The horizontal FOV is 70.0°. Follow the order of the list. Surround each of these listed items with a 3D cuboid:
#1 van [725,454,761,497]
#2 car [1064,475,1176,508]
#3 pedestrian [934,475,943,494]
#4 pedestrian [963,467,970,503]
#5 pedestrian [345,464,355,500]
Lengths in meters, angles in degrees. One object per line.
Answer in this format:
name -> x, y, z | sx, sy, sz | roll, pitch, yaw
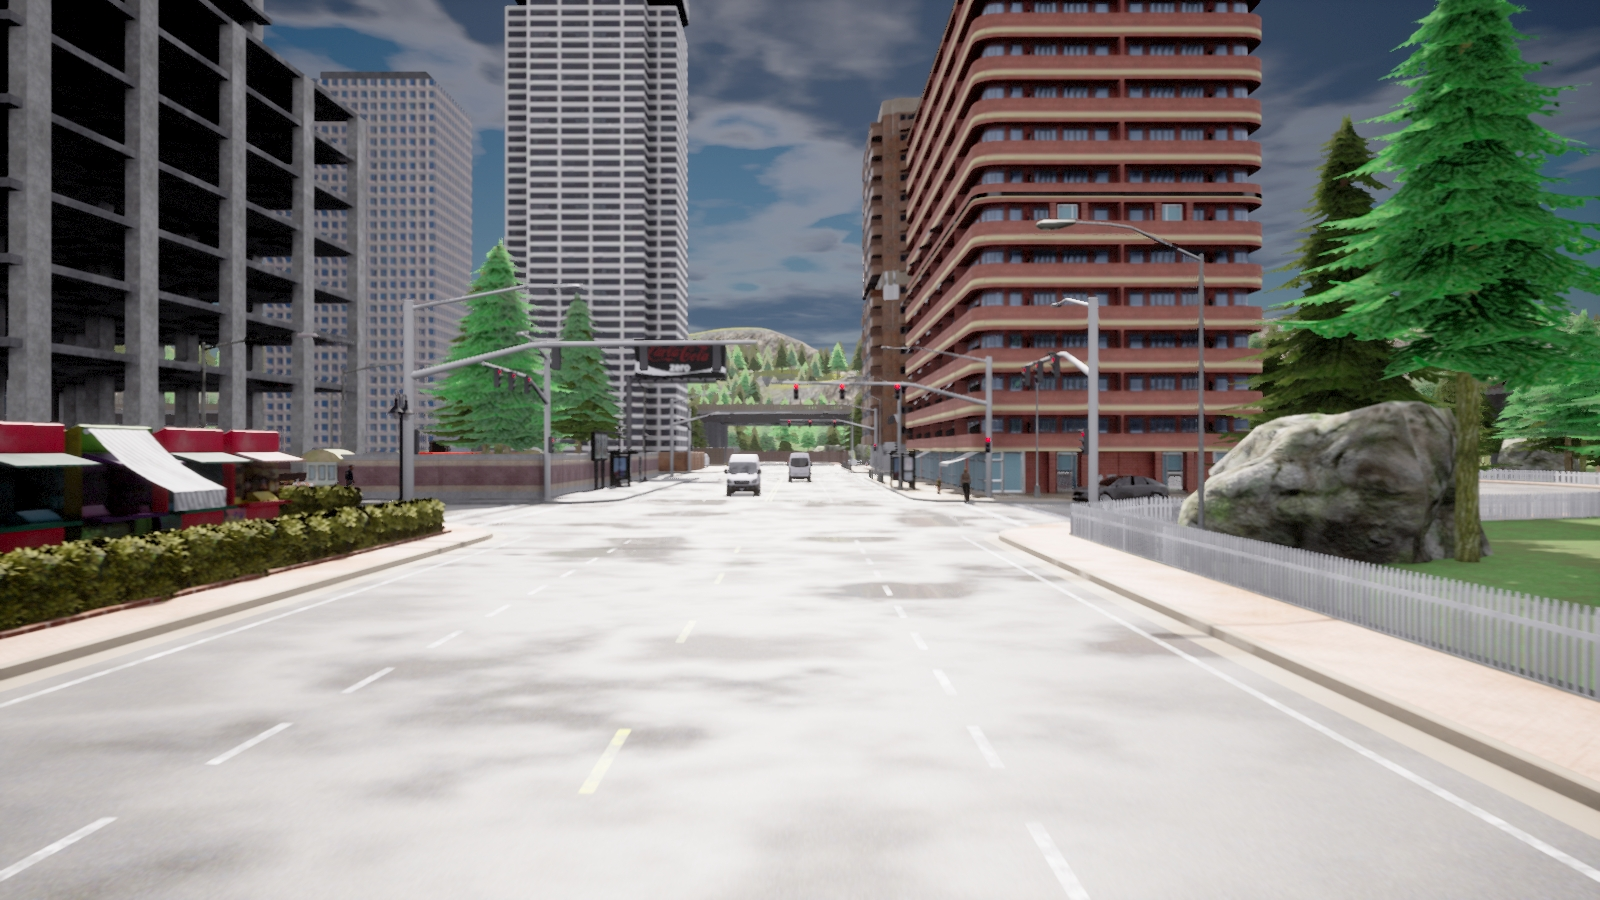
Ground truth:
van -> -3.522, 1.535, 71.820 | 1.988, 2.561, 5.915 | 0, 0, 0
car -> 15.653, 2.007, 55.903 | 4.892, 1.480, 2.231 | 0, 0, -19
pedestrian -> 8.273, 2.077, 68.312 | 0.500, 1.100, 0.500 | 0, 0, -1
pedestrian -> 8.585, 1.794, 58.930 | 0.375, 1.860, 0.375 | 0, 0, 9
pedestrian -> -23.339, 1.642, 59.298 | 0.375, 1.860, 0.375 | 0, 0, -2
